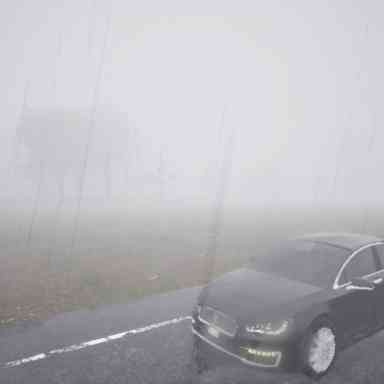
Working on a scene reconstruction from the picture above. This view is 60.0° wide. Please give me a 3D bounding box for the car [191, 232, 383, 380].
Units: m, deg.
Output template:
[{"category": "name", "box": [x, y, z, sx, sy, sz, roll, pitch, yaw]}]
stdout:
[{"category": "car", "box": [2.248, 1.505, 5.583, 4.892, 1.490, 1.837, 0, 0, -35]}]
